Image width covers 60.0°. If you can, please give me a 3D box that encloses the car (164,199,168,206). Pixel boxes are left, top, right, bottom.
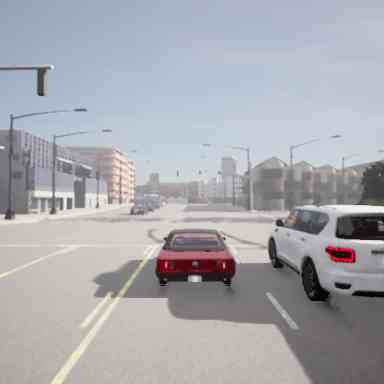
[{"bbox_3d":[-7.001,2.574,73.357,1.895,1.301,4.718,0,0,0],"label":"car"}]

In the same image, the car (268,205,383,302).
[{"bbox_3d":[3.575,1.335,8.652,2.150,2.045,5.566,0,0,0],"label":"car"}]

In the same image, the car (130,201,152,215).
[{"bbox_3d":[-7.099,2.317,44.689,2.128,1.511,4.902,0,-1,0],"label":"car"}]

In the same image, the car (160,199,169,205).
[{"bbox_3d":[-7.001,2.519,83.669,1.837,1.490,4.892,0,-1,0],"label":"car"}]

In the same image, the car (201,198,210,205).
[{"bbox_3d":[3.498,2.430,87.887,2.097,1.767,4.553,0,-1,0],"label":"car"}]

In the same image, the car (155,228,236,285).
[{"bbox_3d":[0.082,1.730,9.838,1.895,1.301,4.718,0,-1,0],"label":"car"}]

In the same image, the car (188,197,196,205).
[{"bbox_3d":[-0.002,2.292,87.534,2.150,2.045,5.566,0,-1,0],"label":"car"}]

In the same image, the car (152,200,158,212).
[{"bbox_3d":[-7.087,2.499,53.941,1.812,1.442,4.674,0,0,0],"label":"car"}]

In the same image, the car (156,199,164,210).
[{"bbox_3d":[-7.044,2.367,63.202,2.097,1.767,4.553,0,0,1],"label":"car"}]
